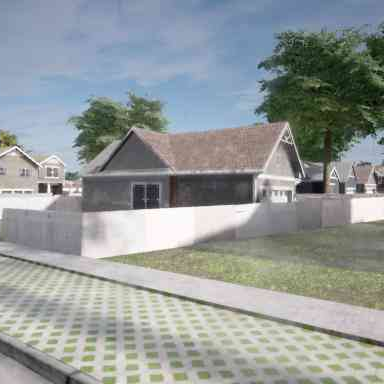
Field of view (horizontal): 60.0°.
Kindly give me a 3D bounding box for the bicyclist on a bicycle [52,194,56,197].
[{"bbox_3d":[-13.073,1.028,31.582,1.656,1.620,0.582,0,1,34],"label":"bicyclist on a bicycle"}]
